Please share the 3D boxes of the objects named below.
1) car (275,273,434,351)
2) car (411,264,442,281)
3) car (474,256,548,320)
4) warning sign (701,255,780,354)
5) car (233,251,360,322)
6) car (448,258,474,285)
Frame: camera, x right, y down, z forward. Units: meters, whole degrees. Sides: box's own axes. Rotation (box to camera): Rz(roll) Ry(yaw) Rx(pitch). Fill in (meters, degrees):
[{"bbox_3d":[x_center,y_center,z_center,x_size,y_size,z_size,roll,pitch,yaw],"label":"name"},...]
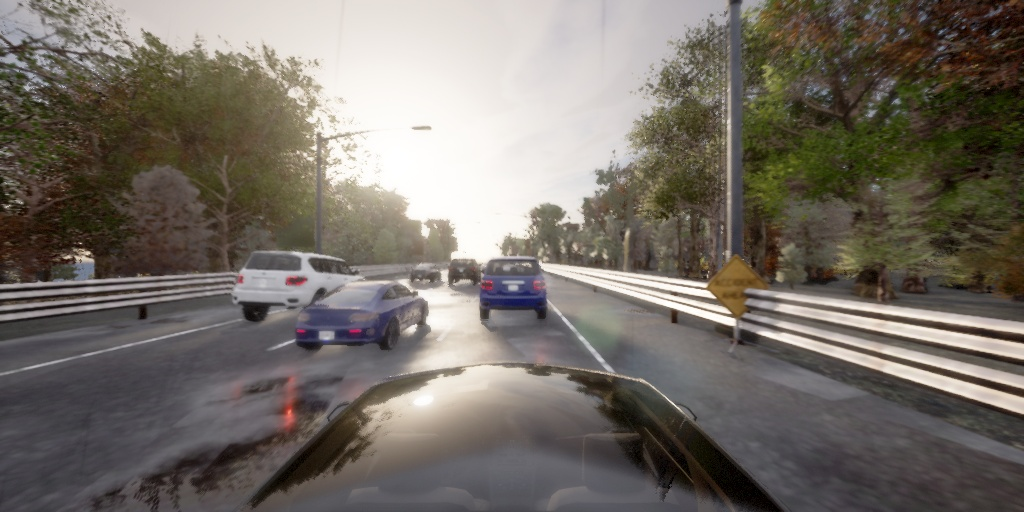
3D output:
[{"bbox_3d":[-3.462,1.326,9.019,1.812,1.442,4.674,0,0,0],"label":"car"},{"bbox_3d":[-7.204,1.425,30.287,1.812,1.442,4.674,4,-1,0],"label":"car"},{"bbox_3d":[0.030,1.049,13.145,2.150,2.045,5.566,0,-1,0],"label":"car"},{"bbox_3d":[4.538,0.900,7.223,1.300,1.860,1.060,0,0,0],"label":"warning sign"},{"bbox_3d":[-6.950,1.000,12.661,2.150,2.045,5.566,2,-4,0],"label":"car"},{"bbox_3d":[-3.668,1.170,28.365,2.150,2.045,5.566,0,-1,-1],"label":"car"}]
